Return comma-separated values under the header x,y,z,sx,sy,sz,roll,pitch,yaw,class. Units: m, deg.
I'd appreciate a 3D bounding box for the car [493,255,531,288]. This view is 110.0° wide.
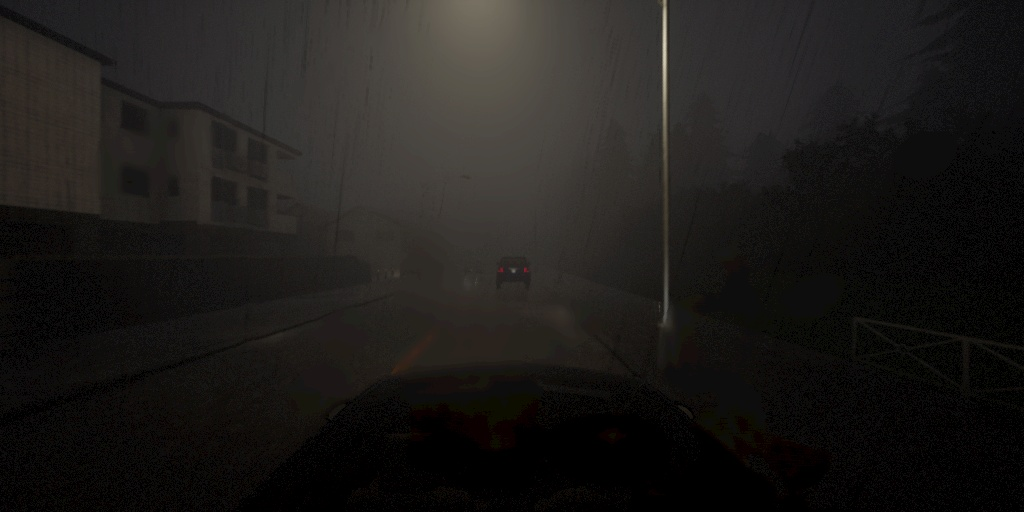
x,y,z,sx,sy,sz,roll,pitch,yaw,class
0.095,0.976,23.941,2.150,2.045,5.566,0,0,0,car

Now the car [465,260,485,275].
x,y,z,sx,sy,sz,roll,pitch,yaw,class
-4.093,1.243,39.747,2.128,1.511,4.902,0,0,0,car
